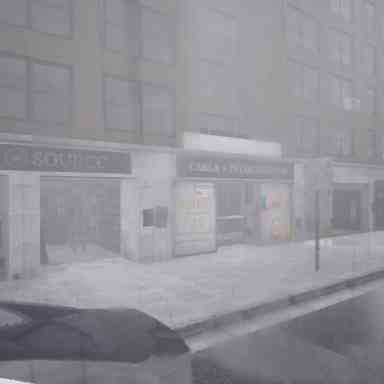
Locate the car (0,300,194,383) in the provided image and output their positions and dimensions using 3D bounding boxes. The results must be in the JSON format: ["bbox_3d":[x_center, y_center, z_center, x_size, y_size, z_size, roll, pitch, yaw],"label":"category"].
[{"bbox_3d":[-2.175,1.491,1.516,4.902,1.511,2.128,0,0,-35],"label":"car"}]
